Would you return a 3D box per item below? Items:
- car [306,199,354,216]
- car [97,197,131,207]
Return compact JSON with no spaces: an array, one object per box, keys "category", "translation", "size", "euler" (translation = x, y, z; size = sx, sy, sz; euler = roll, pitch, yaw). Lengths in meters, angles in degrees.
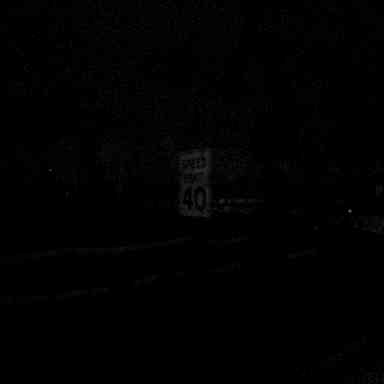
[{"category":"car","translation":[13.141,1.458,31.930],"size":[1.837,1.490,4.892],"euler":[0,0,-24]},{"category":"car","translation":[-11.264,1.478,48.122],"size":[4.892,1.490,1.837],"euler":[0,0,8]}]
